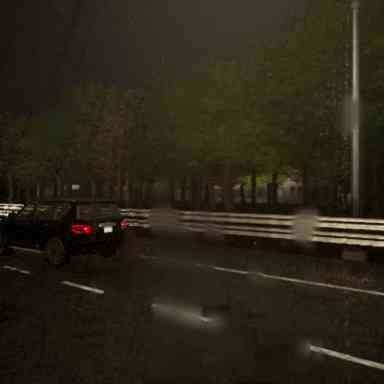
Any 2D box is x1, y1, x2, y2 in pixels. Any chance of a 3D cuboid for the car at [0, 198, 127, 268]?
[{"bbox_3d":[-4.691,1.224,11.520,5.566,2.045,2.150,0,0,36],"label":"car"}]
